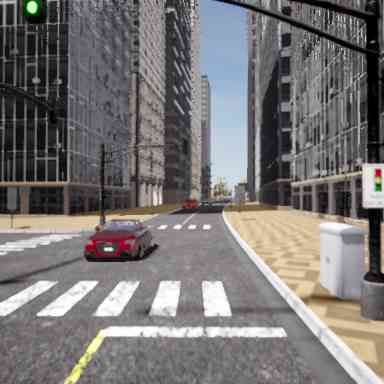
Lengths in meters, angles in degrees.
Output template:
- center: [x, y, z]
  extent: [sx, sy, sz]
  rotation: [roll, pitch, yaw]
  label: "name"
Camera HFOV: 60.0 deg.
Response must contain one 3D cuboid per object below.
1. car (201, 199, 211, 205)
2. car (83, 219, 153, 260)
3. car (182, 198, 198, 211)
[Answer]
- center: [3.400, 2.450, 78.767]
  extent: [1.994, 1.385, 4.181]
  rotation: [0, -1, 8]
  label: "car"
- center: [-2.779, 1.796, 13.247]
  extent: [1.994, 1.385, 4.181]
  rotation: [-1, -1, 2]
  label: "car"
- center: [-0.232, 1.944, 51.262]
  extent: [2.150, 2.045, 5.566]
  rotation: [0, 1, 6]
  label: "car"
